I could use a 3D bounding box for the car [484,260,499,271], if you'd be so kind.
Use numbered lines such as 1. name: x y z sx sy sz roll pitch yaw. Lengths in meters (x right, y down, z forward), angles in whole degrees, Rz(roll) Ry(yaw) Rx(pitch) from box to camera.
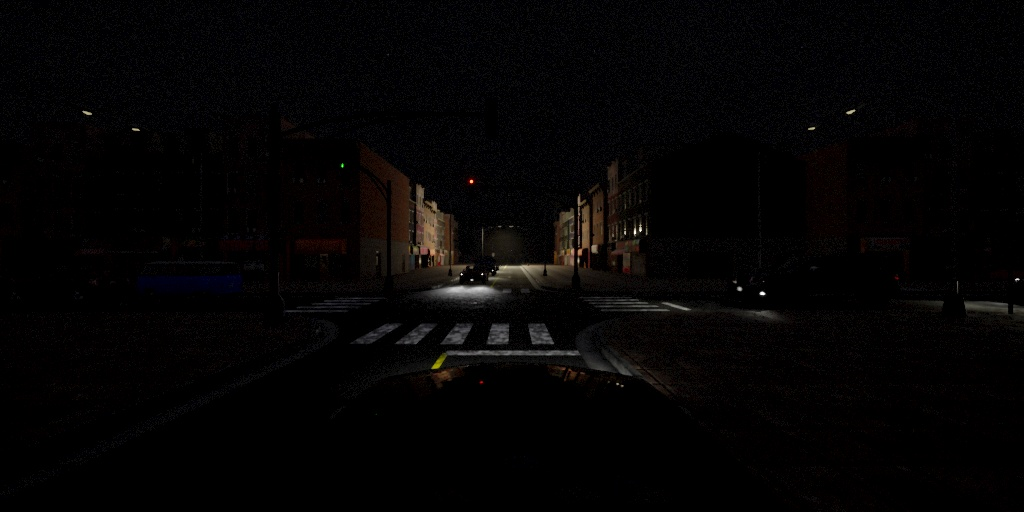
1. car: -2.752 1.285 49.494 1.837 1.490 4.892 0 0 0

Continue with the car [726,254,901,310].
1. car: 11.631 0.939 13.965 5.566 2.045 2.150 0 0 0

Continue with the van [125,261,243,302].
1. van: -14.718 1.124 16.423 3.998 1.789 1.690 0 0 0

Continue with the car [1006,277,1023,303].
1. car: 22.599 1.047 13.993 4.553 1.767 2.097 0 0 0

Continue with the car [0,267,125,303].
1. car: -20.193 1.238 16.406 4.097 1.591 1.967 0 0 0

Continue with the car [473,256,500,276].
1. car: -2.788 0.993 37.812 2.150 2.045 5.566 0 0 0

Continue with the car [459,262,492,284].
1. car: -2.805 1.365 27.312 1.895 1.301 4.718 0 0 0
